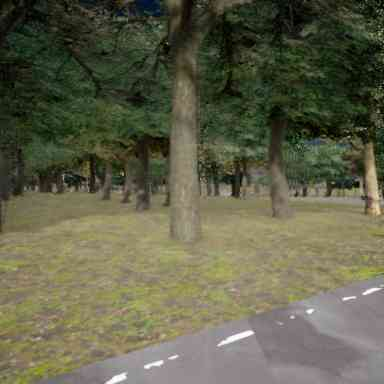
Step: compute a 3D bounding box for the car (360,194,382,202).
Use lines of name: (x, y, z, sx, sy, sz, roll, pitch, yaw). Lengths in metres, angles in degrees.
car: (33.645, 1.053, 62.732, 1.837, 1.490, 4.892, -1, 1, -1)
